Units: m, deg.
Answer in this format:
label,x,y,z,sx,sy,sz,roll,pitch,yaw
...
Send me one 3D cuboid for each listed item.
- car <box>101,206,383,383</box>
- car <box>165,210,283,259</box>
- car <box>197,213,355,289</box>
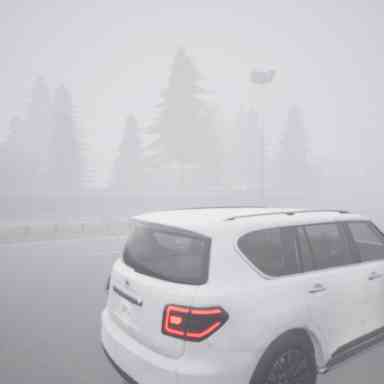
label,x,y,z,sx,sy,sz,roll,pitch,yaw
car,1.533,1.235,4.838,5.566,2.045,2.150,0,0,-36
car,1.381,1.552,13.344,4.674,1.442,1.812,0,0,-36
car,2.678,1.529,9.957,4.892,1.490,1.837,0,0,-36
